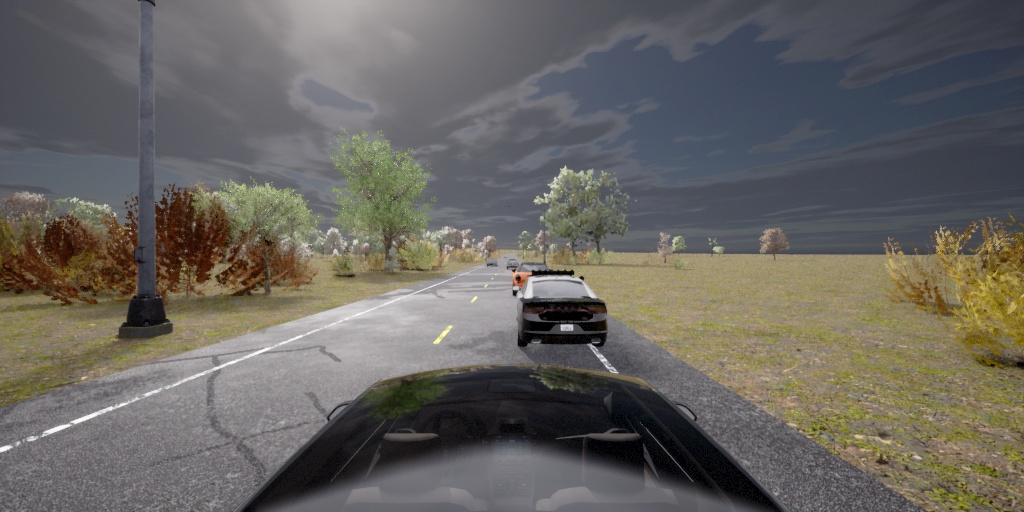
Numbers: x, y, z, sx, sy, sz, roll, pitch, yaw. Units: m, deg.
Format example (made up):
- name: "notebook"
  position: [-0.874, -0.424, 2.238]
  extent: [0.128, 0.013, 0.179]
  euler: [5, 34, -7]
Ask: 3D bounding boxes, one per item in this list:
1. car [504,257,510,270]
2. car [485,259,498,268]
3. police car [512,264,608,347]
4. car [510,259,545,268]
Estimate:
- name: "car"
  position: [0.123, 1.246, 52.928]
  extent: [2.033, 1.411, 5.357]
  euler: [0, 0, 0]
- name: "car"
  position: [-3.443, 1.188, 61.316]
  extent: [1.837, 1.490, 4.892]
  euler: [0, 0, 0]
- name: "police car"
  position: [1.059, 1.173, 9.477]
  extent: [1.930, 1.638, 5.238]
  euler: [0, 0, 0]
- name: "car"
  position: [1.068, 1.095, 19.338]
  extent: [2.097, 1.767, 4.553]
  euler: [0, 0, 0]
